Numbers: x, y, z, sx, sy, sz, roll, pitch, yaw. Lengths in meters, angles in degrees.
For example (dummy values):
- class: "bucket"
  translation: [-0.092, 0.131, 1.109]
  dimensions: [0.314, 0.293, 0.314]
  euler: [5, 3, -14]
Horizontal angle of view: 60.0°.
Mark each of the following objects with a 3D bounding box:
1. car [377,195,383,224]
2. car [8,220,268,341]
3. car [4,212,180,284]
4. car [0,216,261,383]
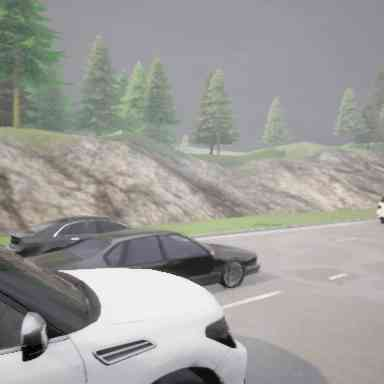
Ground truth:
- class: "car"
  translation: [14.972, 1.150, 22.961]
  dimensions: [5.566, 2.045, 2.150]
  euler: [0, 0, -35]
- class: "car"
  translation: [-0.909, 1.538, 7.398]
  dimensions: [5.357, 1.411, 2.033]
  euler: [0, 0, -35]
- class: "car"
  translation: [-2.911, 1.495, 10.270]
  dimensions: [4.892, 1.490, 1.837]
  euler: [0, 0, -35]
- class: "car"
  translation: [-2.160, 1.224, 2.202]
  dimensions: [5.566, 2.045, 2.150]
  euler: [0, 0, -36]
